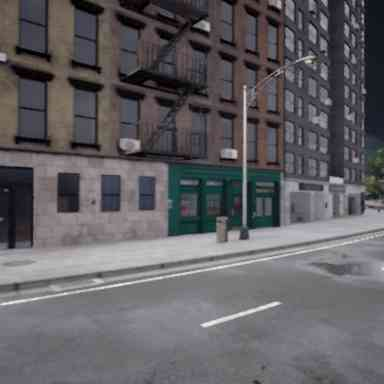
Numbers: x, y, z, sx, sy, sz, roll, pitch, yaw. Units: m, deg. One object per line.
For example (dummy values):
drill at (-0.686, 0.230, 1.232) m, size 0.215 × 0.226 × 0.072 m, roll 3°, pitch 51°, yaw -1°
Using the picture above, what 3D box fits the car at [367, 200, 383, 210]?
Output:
car at (40.871, 3.096, 73.268) m, size 1.812 × 1.442 × 4.674 m, roll 0°, pitch -1°, yaw 12°
